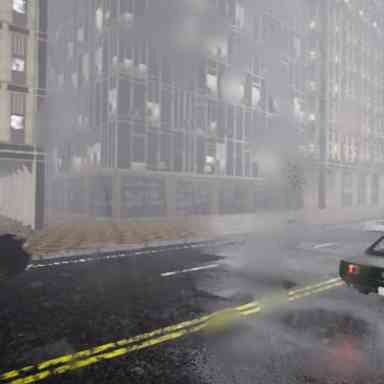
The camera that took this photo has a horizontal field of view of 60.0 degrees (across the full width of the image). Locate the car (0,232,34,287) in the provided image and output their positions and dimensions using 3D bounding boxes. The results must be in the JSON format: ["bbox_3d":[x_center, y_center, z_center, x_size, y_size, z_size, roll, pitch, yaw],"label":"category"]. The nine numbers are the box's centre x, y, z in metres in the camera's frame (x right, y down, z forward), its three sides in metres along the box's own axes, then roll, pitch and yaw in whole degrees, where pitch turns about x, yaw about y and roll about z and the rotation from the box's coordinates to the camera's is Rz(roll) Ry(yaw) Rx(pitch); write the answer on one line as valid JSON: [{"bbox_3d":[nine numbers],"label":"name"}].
[{"bbox_3d":[-6.190,1.509,7.302,4.902,1.511,2.128,0,0,-35],"label":"car"}]

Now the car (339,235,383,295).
[{"bbox_3d":[5.427,1.597,7.602,4.718,1.301,1.895,0,0,-38],"label":"car"}]
